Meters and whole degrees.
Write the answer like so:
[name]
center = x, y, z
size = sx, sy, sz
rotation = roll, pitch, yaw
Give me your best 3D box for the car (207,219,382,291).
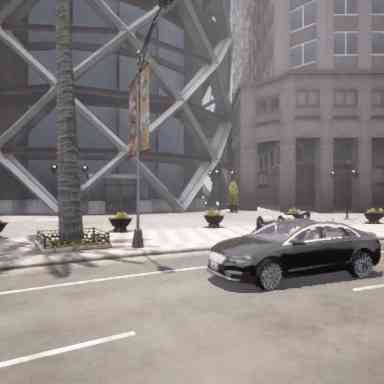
[car]
center = 2.792, 1.503, 8.890
size = 4.902, 1.511, 2.128
rotation = 0, 0, -23
